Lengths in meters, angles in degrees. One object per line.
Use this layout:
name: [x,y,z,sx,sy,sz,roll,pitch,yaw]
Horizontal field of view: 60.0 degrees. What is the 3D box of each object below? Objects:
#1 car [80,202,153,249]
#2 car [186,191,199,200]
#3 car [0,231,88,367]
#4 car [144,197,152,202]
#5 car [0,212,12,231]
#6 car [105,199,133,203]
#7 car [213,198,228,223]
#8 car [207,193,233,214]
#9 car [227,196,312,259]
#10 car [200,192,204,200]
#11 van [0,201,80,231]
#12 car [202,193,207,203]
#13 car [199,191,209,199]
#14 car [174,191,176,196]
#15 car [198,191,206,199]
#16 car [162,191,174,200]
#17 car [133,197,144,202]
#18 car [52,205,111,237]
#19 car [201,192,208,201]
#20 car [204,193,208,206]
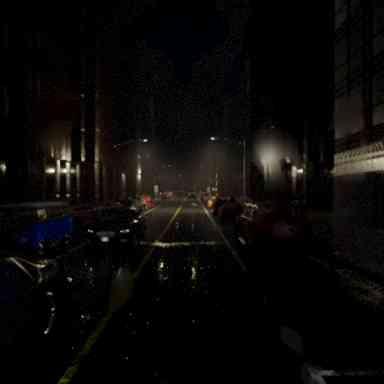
car: [-3.088,1.402,14.262,2.128,1.511,4.902,0,0,0]
car: [0.006,0.993,71.838,1.837,1.490,4.892,0,0,0]
car: [-3.088,1.525,3.747,2.033,1.411,5.357,0,0,0]
car: [-5.756,1.333,34.850,1.947,1.339,4.313,0,0,0]
car: [-5.758,1.400,6.627,1.967,1.590,4.097,0,0,0]
car: [-5.757,1.399,23.561,2.008,1.369,4.403,0,0,0]
car: [2.768,1.393,23.555,1.887,1.381,4.507,0,0,0]
car: [2.771,1.123,29.198,2.192,1.841,5.009,0,0,0]
car: [2.768,1.239,12.266,2.192,1.841,5.009,0,0,0]
car: [2.772,1.164,57.417,1.947,1.339,4.313,0,0,0]
van: [-5.757,1.265,12.271,1.690,1.788,3.998,0,0,0]
car: [2.771,1.226,46.131,1.887,1.381,4.507,0,0,0]
car: [2.774,0.765,79.988,2.192,1.841,5.009,0,0,0]
car: [-5.751,0.766,79.998,2.192,1.841,5.009,0,0,0]
car: [2.772,1.087,68.704,1.947,1.339,4.313,0,0,0]
car: [-5.752,1.051,74.356,1.947,1.339,4.313,0,0,0]
car: [-5.756,1.375,29.205,1.947,1.339,4.313,0,0,0]
car: [-5.758,1.469,17.917,1.802,1.307,4.206,0,0,0]
car: [2.771,1.163,51.944,1.752,1.417,4.829,0,0,0]
car: [2.771,1.249,40.657,1.752,1.417,4.829,0,0,0]
